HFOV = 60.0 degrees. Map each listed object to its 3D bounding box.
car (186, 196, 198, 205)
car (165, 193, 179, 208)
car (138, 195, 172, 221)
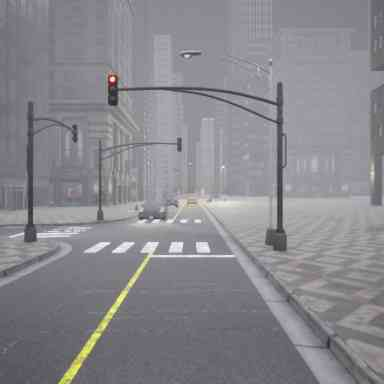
[{"bbox_3d":[0.007,1.489,57.641,1.882,1.535,5.008,0,0,0],"label":"car"},{"bbox_3d":[-3.090,1.229,48.218,2.150,2.045,5.566,0,0,0],"label":"car"},{"bbox_3d":[-3.098,1.353,27.423,2.097,1.767,4.553,0,0,0],"label":"car"}]
